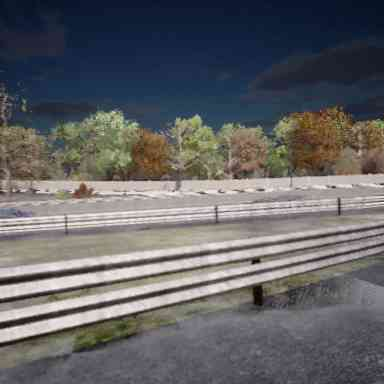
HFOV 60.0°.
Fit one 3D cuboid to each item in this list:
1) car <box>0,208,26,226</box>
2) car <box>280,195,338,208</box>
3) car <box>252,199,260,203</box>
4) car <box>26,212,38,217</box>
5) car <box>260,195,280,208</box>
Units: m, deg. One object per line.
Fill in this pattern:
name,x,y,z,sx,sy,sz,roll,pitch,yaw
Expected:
car,-16.913,2.293,27.580,4.902,1.511,2.128,-3,1,-14
car,11.201,0.985,30.919,4.902,1.511,2.128,-3,1,-14
car,9.363,1.014,37.681,4.718,1.301,1.895,-3,1,-14
car,-16.992,2.246,31.167,4.674,1.442,1.812,-3,1,-14
car,10.254,1.002,34.293,5.357,1.411,2.033,-3,1,-14
